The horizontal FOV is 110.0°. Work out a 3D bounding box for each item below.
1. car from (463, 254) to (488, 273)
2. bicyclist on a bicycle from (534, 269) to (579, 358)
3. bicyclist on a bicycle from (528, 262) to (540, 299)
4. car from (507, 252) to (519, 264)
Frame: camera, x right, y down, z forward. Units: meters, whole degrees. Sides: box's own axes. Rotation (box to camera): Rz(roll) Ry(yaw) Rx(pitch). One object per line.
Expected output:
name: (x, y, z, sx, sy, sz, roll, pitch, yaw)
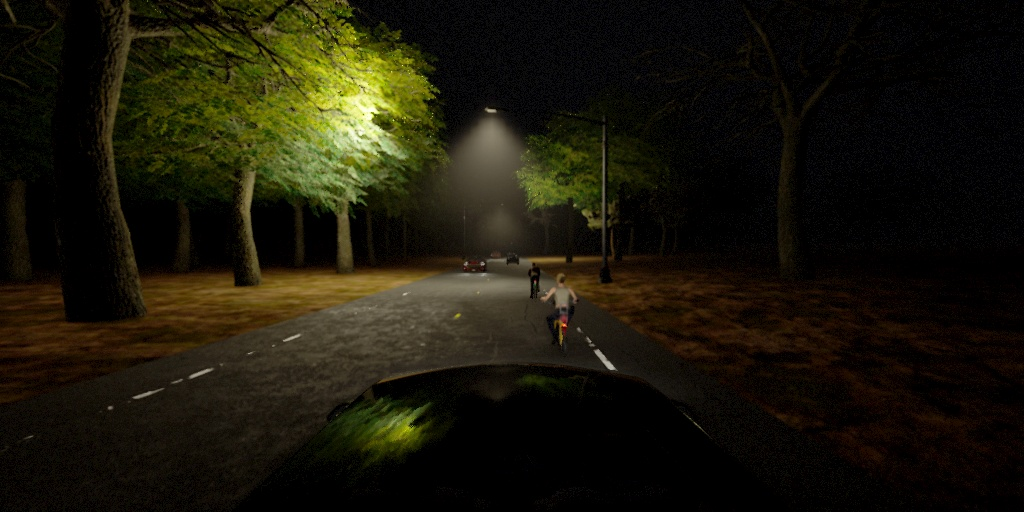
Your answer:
car: (-3.587, 0.713, 35.849, 2.097, 1.767, 4.553, 0, 1, 0)
bicyclist on a bicycle: (0.995, 1.153, 7.391, 0.866, 1.612, 1.509, 0, 0, 0)
bicyclist on a bicycle: (0.968, 1.098, 15.363, 0.582, 1.620, 1.656, 0, 0, 0)
car: (0.116, 0.485, 55.794, 2.128, 1.511, 4.902, 0, 1, 0)
